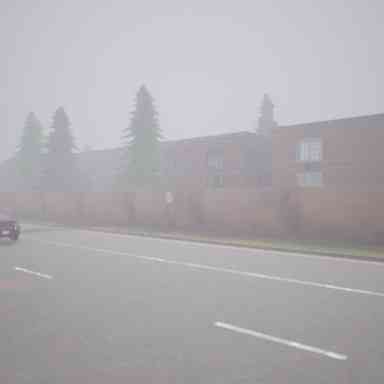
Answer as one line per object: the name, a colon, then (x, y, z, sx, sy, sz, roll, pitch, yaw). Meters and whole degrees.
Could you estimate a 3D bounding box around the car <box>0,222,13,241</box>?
car: (-7.678, 1.629, 9.882, 5.357, 1.411, 2.033, 0, 0, 38)

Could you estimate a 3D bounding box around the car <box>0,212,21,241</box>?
car: (-10.101, 1.647, 16.201, 4.674, 1.442, 1.812, 0, 0, 38)
